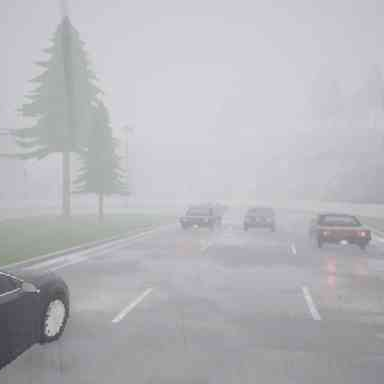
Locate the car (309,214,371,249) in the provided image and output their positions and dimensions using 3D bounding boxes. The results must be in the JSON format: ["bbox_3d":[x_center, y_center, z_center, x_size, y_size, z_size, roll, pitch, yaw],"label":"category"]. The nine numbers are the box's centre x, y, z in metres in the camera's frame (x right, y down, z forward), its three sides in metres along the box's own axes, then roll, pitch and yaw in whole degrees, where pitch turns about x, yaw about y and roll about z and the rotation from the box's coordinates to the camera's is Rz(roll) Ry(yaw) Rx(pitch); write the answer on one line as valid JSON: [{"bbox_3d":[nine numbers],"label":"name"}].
[{"bbox_3d":[6.377,1.628,14.878,1.895,1.301,4.718,0,0,14],"label":"car"}]

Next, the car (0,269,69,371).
[{"bbox_3d":[-3.085,1.510,3.612,1.837,1.490,4.892,0,0,5],"label":"car"}]

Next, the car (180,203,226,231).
[{"bbox_3d":[0.717,1.639,21.155,1.895,1.301,4.718,0,0,13],"label":"car"}]

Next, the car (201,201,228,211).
[{"bbox_3d":[1.641,1.666,36.679,1.895,1.301,4.718,0,0,-44],"label":"car"}]

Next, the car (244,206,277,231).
[{"bbox_3d":[4.285,1.584,20.805,2.033,1.411,5.357,0,0,14],"label":"car"}]
